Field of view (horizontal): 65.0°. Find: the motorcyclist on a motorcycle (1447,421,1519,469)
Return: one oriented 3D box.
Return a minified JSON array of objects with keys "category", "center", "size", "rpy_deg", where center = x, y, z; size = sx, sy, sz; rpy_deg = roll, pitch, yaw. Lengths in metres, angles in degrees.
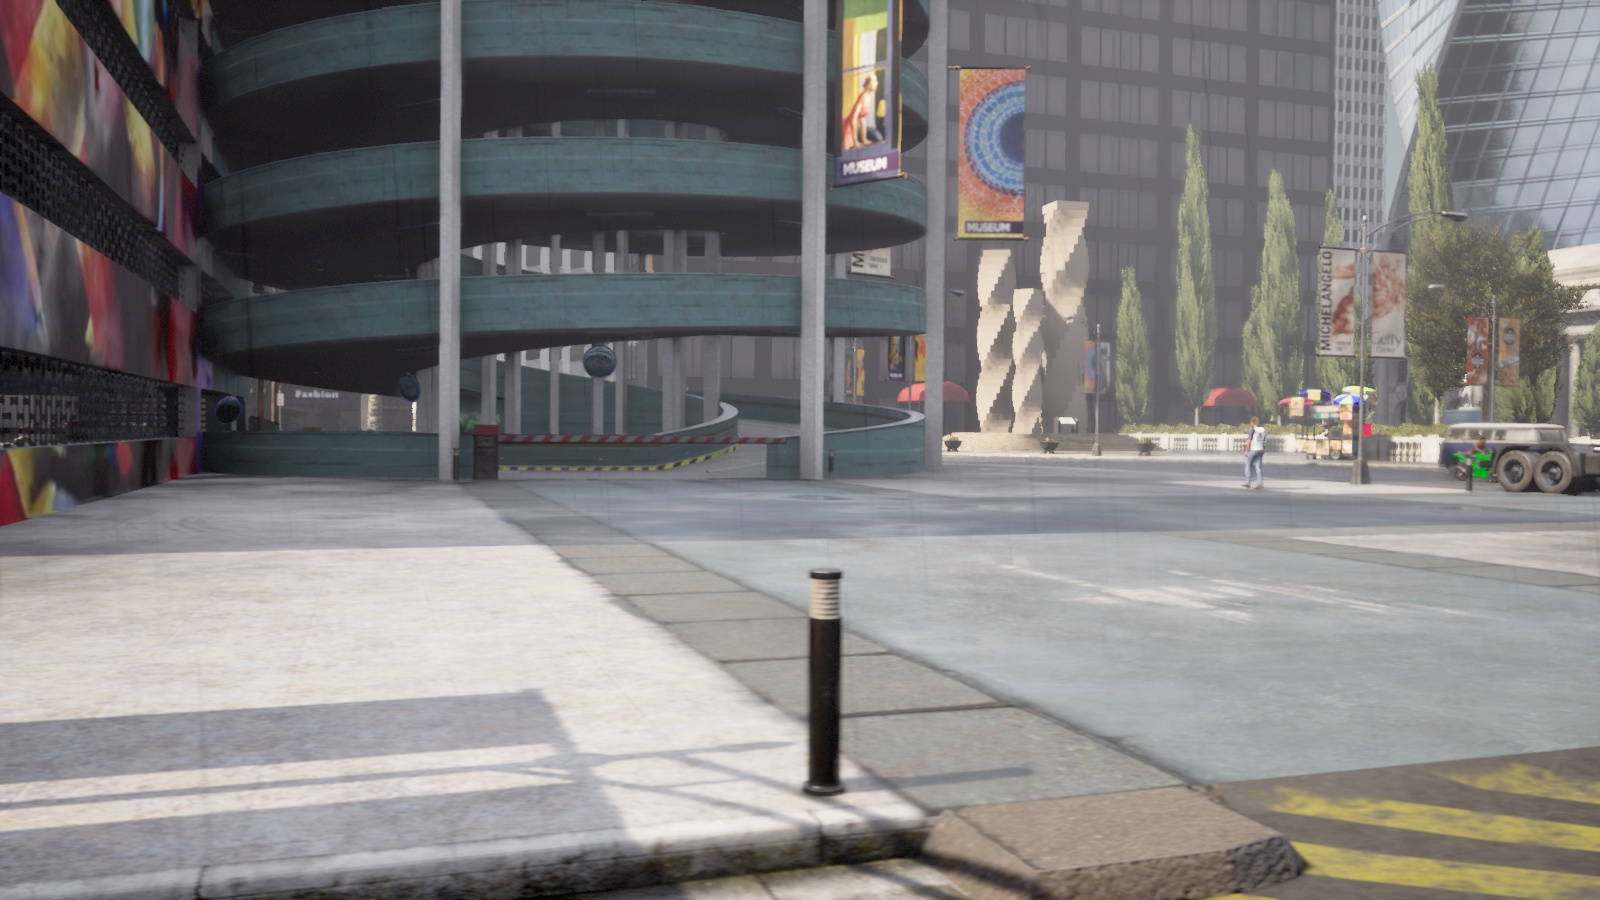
[{"category":"motorcyclist on a motorcycle","center":[22.268,-0.170,40.984],"size":[0.797,1.523,2.044],"rpy_deg":[-1,1,-18]}]

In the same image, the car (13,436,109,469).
[{"category":"car","center":[-38.142,0.098,64.925],"size":[3.988,1.617,1.851],"rpy_deg":[-1,1,-19]}]

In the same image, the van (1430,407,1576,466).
[{"category":"van","center":[24.789,-0.488,44.469],"size":[1.775,1.987,4.442],"rpy_deg":[-1,1,-19]}]

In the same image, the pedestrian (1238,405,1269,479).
[{"category":"pedestrian","center":[11.317,-0.202,31.357],"size":[0.354,1.836,0.706],"rpy_deg":[-1,1,-21]}]

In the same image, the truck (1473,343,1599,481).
[{"category":"truck","center":[21.565,-0.981,32.038],"size":[2.891,3.462,7.936],"rpy_deg":[-1,1,-19]}]
